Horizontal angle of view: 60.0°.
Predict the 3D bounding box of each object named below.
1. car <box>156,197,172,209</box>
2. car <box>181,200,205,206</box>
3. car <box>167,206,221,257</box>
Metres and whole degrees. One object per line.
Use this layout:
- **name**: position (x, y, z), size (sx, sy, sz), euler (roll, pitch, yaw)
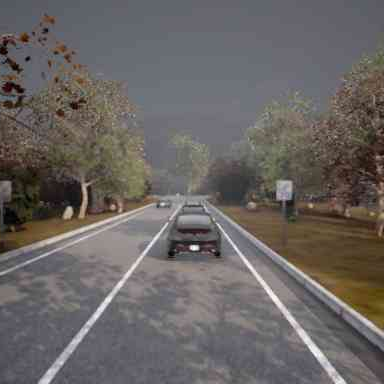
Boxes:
- **car**: position (-3.587, 1.365, 43.227), size (2.128, 1.511, 4.902), euler (0, 0, 0)
- **car**: position (0.087, 1.451, 28.392), size (2.128, 1.511, 4.902), euler (0, 0, 0)
- **car**: position (0.085, 1.506, 12.931), size (1.837, 1.490, 4.892), euler (0, 0, 0)
